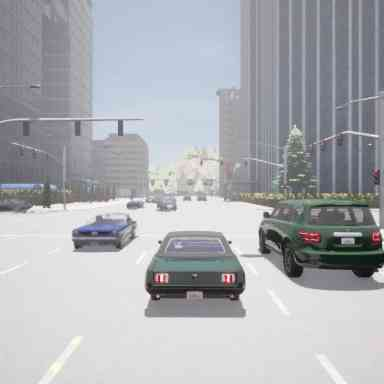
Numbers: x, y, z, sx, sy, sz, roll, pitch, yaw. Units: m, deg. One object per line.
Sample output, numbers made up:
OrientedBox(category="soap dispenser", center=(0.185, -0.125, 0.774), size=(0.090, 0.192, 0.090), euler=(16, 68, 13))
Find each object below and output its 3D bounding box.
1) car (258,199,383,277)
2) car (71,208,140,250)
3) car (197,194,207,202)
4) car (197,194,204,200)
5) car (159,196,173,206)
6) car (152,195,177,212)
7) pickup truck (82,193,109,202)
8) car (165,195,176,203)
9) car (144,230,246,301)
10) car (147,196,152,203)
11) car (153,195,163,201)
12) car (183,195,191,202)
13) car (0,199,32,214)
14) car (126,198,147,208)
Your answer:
OrientedBox(category="car", center=(3.585, 1.221, 10.330), size=(2.150, 2.045, 5.566), euler=(0, 0, 0))
OrientedBox(category="car", center=(-3.610, 1.601, 14.465), size=(1.895, 1.301, 4.718), euler=(0, 0, -1))
OrientedBox(category="car", center=(2.373, 1.348, 78.765), size=(2.097, 1.767, 4.553), euler=(0, 0, -1))
OrientedBox(category="car", center=(2.227, 1.386, 89.046), size=(1.882, 1.535, 5.008), euler=(0, 0, -1))
OrientedBox(category="car", center=(-4.395, 1.491, 56.862), size=(2.128, 1.511, 4.902), euler=(0, 0, -1))
OrientedBox(category="car", center=(-3.004, 1.492, 38.791), size=(2.128, 1.511, 4.902), euler=(0, 0, -14))
OrientedBox(category="pickup truck", center=(-21.173, 1.058, 73.355), size=(2.390, 2.098, 6.274), euler=(0, 0, 30))
OrientedBox(category="car", center=(-4.535, 1.525, 72.254), size=(2.128, 1.511, 4.902), euler=(0, 0, -1))
OrientedBox(category="car", center=(0.074, 1.601, 8.301), size=(1.895, 1.301, 4.718), euler=(0, 0, 0))
OrientedBox(category="car", center=(-7.973, 1.492, 65.564), size=(2.128, 1.511, 4.902), euler=(0, 0, 0))
OrientedBox(category="car", center=(-8.158, 1.459, 80.918), size=(1.994, 1.385, 4.181), euler=(0, 0, -1))
OrientedBox(category="car", center=(-1.122, 1.500, 78.496), size=(1.837, 1.490, 4.892), euler=(0, 0, -1))
OrientedBox(category="car", center=(-19.626, 1.491, 35.271), size=(4.902, 1.511, 2.128), euler=(0, 0, -1))
OrientedBox(category="car", center=(-7.738, 1.601, 45.420), size=(1.895, 1.301, 4.718), euler=(0, 0, -1))
